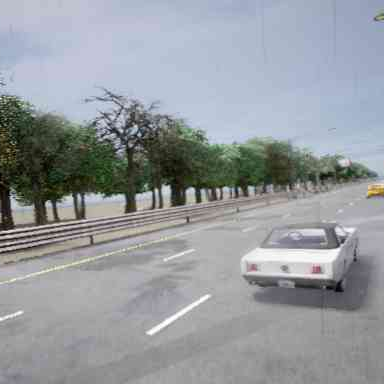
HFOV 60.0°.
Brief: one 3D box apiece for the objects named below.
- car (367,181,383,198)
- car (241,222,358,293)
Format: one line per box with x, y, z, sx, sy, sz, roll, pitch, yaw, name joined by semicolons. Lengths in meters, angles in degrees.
22.100;-0.203;39.812;1.882;1.535;5.008;-5;0;31;car
2.950;1.397;8.296;1.895;1.301;4.718;-5;0;31;car
